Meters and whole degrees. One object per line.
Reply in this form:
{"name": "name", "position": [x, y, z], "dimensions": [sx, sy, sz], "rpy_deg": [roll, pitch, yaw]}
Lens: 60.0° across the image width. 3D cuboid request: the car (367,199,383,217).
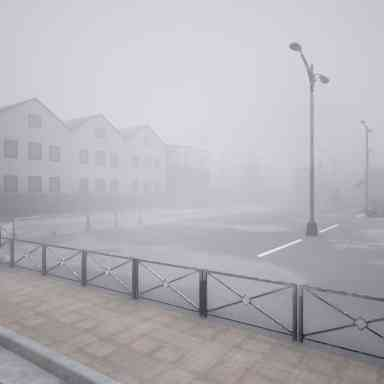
{"name": "car", "position": [15.385, 1.298, 26.832], "dimensions": [2.007, 1.523, 4.514], "rpy_deg": [0, 0, 35]}
